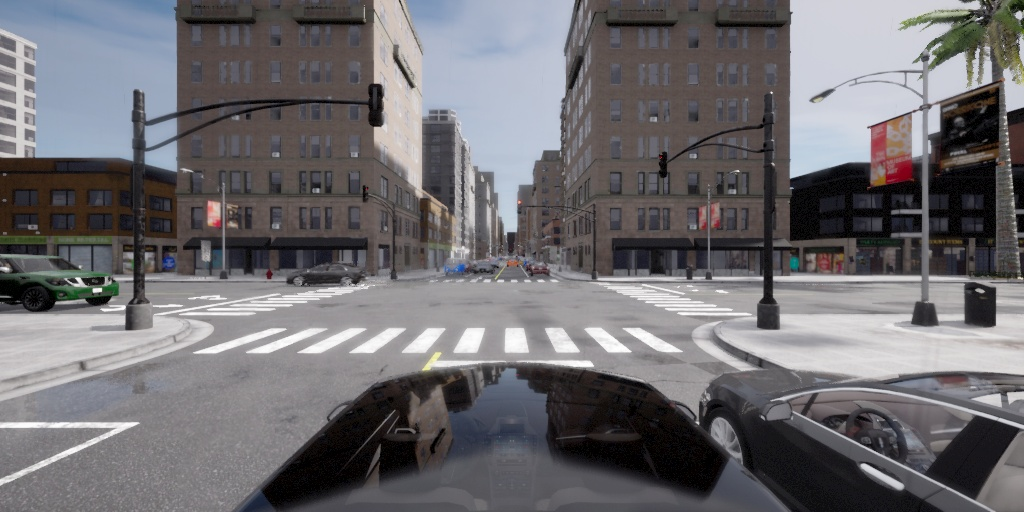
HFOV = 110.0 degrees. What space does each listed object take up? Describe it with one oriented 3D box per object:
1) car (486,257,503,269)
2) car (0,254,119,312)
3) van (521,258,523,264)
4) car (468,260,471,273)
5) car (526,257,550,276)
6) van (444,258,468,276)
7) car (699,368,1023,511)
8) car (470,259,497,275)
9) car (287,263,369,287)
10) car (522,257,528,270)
[{"bbox_3d":[-2.974,1.299,56.420,2.033,1.411,5.357,0,0,0],"label":"car"},{"bbox_3d":[-18.522,0.949,13.607,5.566,2.045,2.150,0,0,0],"label":"car"},{"bbox_3d":[2.795,1.093,59.119,1.690,1.789,3.998,0,0,0],"label":"van"},{"bbox_3d":[-5.771,1.192,42.129,1.967,1.591,4.097,0,0,0],"label":"car"},{"bbox_3d":[2.741,1.191,36.442,1.967,1.591,4.097,0,0,0],"label":"car"},{"bbox_3d":[-5.785,1.092,36.461,1.690,1.789,3.998,0,0,0],"label":"van"},{"bbox_3d":[2.668,1.300,1.793,2.007,1.370,4.403,0,0,0],"label":"car"},{"bbox_3d":[-3.020,1.315,38.829,1.994,1.385,4.181,0,0,0],"label":"car"},{"bbox_3d":[-12.043,1.229,23.604,4.892,1.490,1.837,0,2,-5],"label":"car"},{"bbox_3d":[2.768,1.192,47.781,1.967,1.591,4.097,0,0,0],"label":"car"}]
